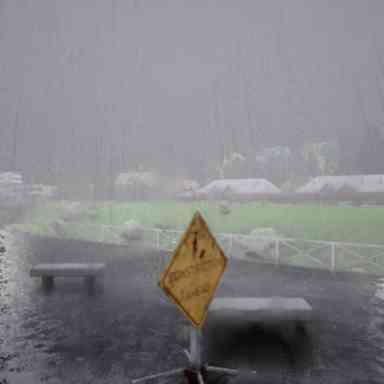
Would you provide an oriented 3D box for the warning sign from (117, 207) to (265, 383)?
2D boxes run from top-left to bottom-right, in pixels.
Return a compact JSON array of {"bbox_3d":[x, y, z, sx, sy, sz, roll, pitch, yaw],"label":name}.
[{"bbox_3d":[0.034,1.134,3.660,1.060,1.860,1.300,-1,0,35],"label":"warning sign"}]
